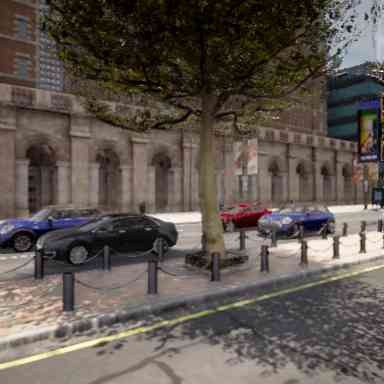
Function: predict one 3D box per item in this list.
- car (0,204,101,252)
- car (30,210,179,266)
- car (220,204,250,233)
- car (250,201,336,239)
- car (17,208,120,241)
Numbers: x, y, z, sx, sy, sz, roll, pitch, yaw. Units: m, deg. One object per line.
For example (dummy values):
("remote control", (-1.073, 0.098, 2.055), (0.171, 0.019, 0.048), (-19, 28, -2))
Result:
("car", (-5.697, 1.356, 13.938), (4.553, 1.767, 2.097), (0, 0, -35))
("car", (-2.768, 1.511, 11.723), (4.892, 1.490, 1.837), (0, 0, -35))
("car", (2.912, 1.492, 20.068), (5.008, 1.535, 1.882), (0, 0, -35))
("car", (5.599, 1.366, 17.685), (4.553, 1.767, 2.097), (0, 0, -35))
("car", (-6.379, 1.601, 17.435), (4.718, 1.301, 1.895), (0, 0, -36))
